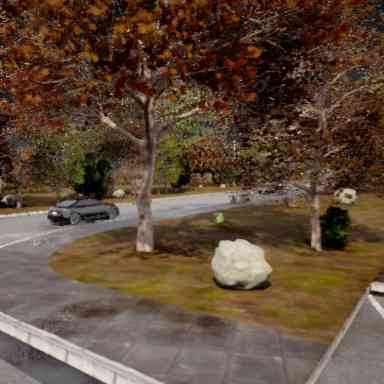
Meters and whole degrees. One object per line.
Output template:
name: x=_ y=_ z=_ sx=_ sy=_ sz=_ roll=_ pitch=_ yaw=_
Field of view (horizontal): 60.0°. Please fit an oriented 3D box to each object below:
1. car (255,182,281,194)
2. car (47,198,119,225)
car: x=9.311 y=-0.528 z=40.630 sx=1.994 sy=1.385 sz=4.181 roll=2 pitch=5 yaw=37
car: x=-6.373 y=1.019 z=19.849 sx=1.994 sy=1.385 sz=4.181 roll=1 pitch=4 yaw=35
